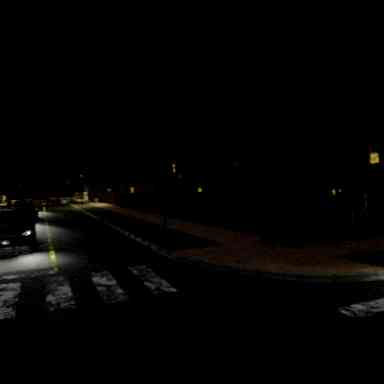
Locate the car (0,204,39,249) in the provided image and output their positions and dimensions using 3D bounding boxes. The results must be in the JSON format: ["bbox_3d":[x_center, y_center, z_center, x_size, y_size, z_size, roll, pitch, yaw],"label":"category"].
[{"bbox_3d":[-7.517,1.494,13.798,1.812,1.442,4.674,-3,2,-24],"label":"car"}]

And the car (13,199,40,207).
[{"bbox_3d":[-12.779,1.386,25.379,2.128,1.511,4.902,-3,1,-24],"label":"car"}]

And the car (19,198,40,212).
[{"bbox_3d":[-18.236,1.432,37.469,1.895,1.301,4.718,-3,1,-24],"label":"car"}]

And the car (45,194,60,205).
[{"bbox_3d":[-21.445,1.162,51.340,1.837,1.490,4.892,-3,1,-24],"label":"car"}]
